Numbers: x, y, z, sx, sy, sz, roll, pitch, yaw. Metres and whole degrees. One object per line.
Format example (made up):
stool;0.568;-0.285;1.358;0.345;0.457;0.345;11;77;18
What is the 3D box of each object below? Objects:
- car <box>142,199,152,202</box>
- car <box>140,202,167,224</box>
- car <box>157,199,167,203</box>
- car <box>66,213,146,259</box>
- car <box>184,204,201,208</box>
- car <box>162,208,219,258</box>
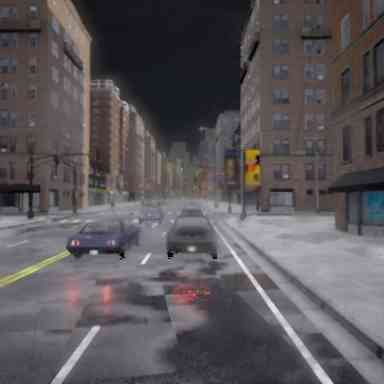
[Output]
car;-9.760;2.293;71.905;2.128;1.511;4.902;0;-1;0
car;-3.347;1.841;27.526;2.033;1.411;5.357;0;-1;-3
car;-6.511;2.268;71.905;1.837;1.490;4.892;0;-1;0
car;-3.233;1.744;13.265;1.895;1.301;4.718;0;-1;0
car;0.017;1.811;28.505;1.837;1.490;4.892;0;0;0
car;0.020;1.653;13.499;1.837;1.490;4.892;0;0;1
